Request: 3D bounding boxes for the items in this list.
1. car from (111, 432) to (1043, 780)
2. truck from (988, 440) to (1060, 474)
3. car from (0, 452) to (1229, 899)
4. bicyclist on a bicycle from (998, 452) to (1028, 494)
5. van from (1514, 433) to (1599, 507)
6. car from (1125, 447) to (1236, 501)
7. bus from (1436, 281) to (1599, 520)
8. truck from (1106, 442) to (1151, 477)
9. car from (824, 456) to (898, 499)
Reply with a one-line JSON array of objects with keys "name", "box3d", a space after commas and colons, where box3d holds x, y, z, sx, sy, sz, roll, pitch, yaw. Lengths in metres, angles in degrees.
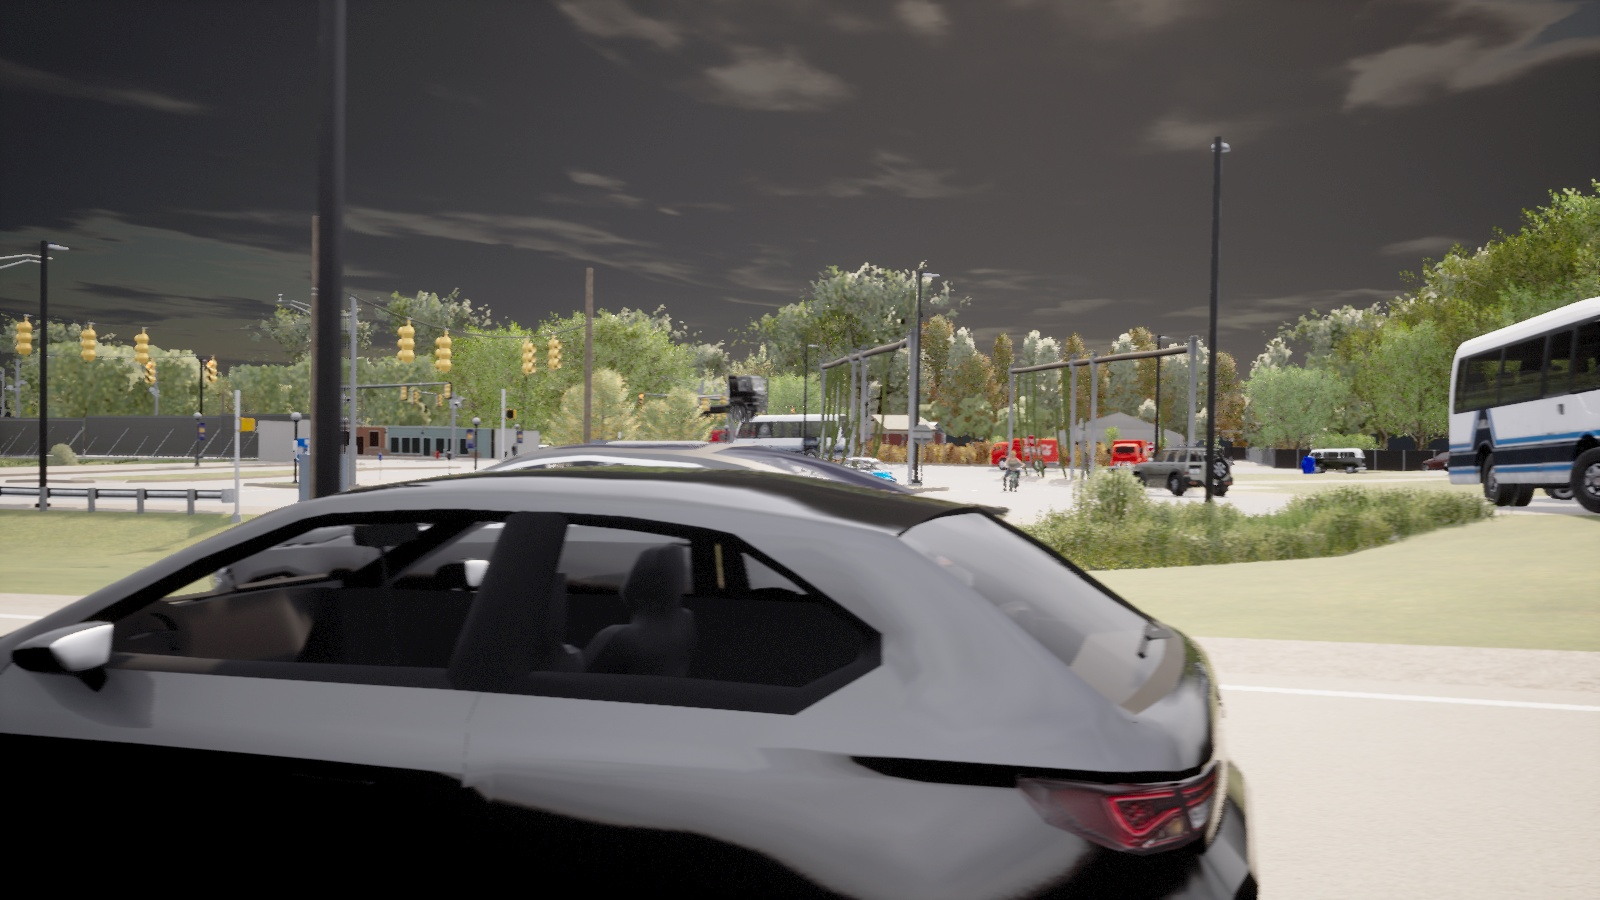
[{"name": "car", "box3d": [-1.214, 0.658, 7.294, 4.902, 1.511, 2.128, 1, 1, 19]}, {"name": "truck", "box3d": [17.403, 0.489, 97.400, 5.204, 2.467, 2.627, 1, 2, 16]}, {"name": "car", "box3d": [-1.018, 0.778, 3.536, 4.193, 1.474, 1.816, 1, 1, 19]}, {"name": "bicyclist on a bicycle", "box3d": [8.294, 0.899, 49.016, 0.866, 1.612, 1.509, 1, -1, -1]}, {"name": "van", "box3d": [22.407, 0.524, 34.730, 4.442, 1.987, 1.775, -1, 0, 23]}, {"name": "car", "box3d": [13.870, 0.861, 46.062, 1.932, 1.855, 4.605, 1, -1, -11]}, {"name": "bus", "box3d": [16.972, -0.744, 26.188, 3.944, 4.253, 10.273, 0, -2, 11]}, {"name": "truck", "box3d": [24.219, 0.673, 92.500, 2.627, 2.467, 5.204, 0, 0, 21]}, {"name": "car", "box3d": [2.094, 0.930, 43.003, 2.207, 1.376, 1.481, 0, 1, 19]}]
